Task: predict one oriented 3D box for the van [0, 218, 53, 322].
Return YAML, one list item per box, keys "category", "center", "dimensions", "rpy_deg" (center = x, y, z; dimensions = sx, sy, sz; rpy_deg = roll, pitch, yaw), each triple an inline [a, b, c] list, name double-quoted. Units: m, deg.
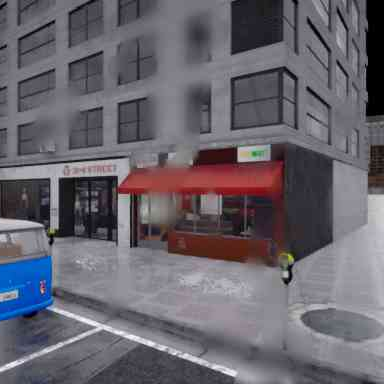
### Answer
- category: "van"
  center: [-4.280, 1.340, 6.130]
  dimensions: [3.998, 1.788, 1.690]
  rpy_deg: [0, 0, 35]
